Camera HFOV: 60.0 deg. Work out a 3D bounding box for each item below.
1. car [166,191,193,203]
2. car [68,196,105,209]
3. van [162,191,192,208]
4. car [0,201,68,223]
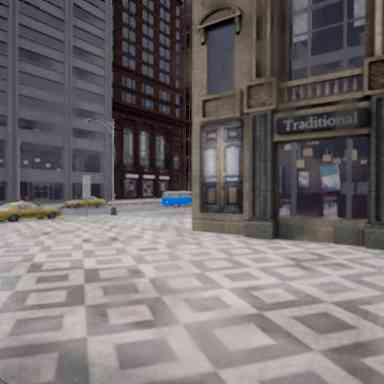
[{"bbox_3d":[-1.876,0.690,50.728,1.967,1.590,4.097,2,2,36],"label":"car"},{"bbox_3d":[-11.908,1.052,36.781,1.752,1.417,4.829,2,2,36],"label":"car"},{"bbox_3d":[-1.571,0.816,36.548,1.690,1.788,3.998,1,2,36],"label":"van"},{"bbox_3d":[-11.405,1.274,22.880,1.752,1.417,4.829,1,2,36],"label":"car"}]
